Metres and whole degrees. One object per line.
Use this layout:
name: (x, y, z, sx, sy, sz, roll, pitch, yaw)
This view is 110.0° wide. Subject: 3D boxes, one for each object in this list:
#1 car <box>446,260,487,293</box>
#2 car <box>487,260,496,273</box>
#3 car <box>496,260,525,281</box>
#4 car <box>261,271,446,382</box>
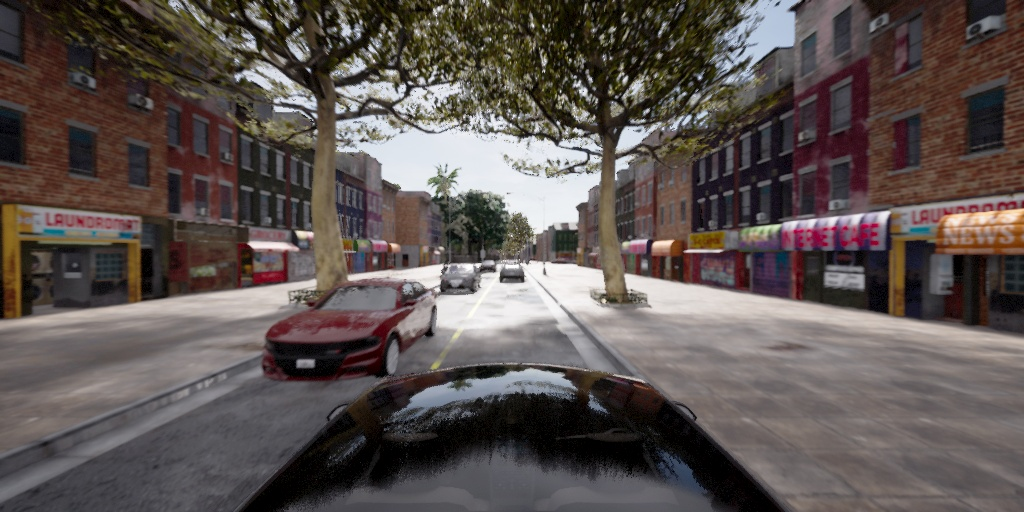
car: (-2.832, 1.184, 20.430, 2.128, 1.511, 4.902, 0, 0, 0)
car: (-2.754, 1.224, 43.189, 2.033, 1.411, 5.357, 0, 0, 0)
car: (0.023, 1.247, 28.862, 1.994, 1.385, 4.181, 0, 0, 1)
car: (-2.848, 1.208, 7.444, 1.882, 1.535, 5.008, 0, 0, 0)
